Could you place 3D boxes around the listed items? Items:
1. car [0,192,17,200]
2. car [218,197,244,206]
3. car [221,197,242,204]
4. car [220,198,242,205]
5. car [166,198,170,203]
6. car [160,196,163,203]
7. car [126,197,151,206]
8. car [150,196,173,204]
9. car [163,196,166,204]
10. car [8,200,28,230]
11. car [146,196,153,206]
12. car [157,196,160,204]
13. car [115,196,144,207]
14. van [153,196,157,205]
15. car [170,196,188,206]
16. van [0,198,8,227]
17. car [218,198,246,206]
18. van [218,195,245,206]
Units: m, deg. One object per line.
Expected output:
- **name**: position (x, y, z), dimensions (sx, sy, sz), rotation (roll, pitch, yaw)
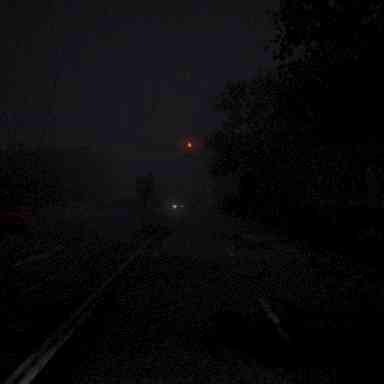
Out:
- **car**: position (-28.142, 0.690, 51.090), dimensions (2.002, 1.452, 4.674), rotation (6, -3, -19)
- **car**: position (7.696, 1.854, 65.758), dimensions (4.553, 1.767, 2.185), rotation (1, -1, -14)
- **car**: position (9.494, 2.001, 80.456), dimensions (4.553, 1.767, 2.185), rotation (1, -1, -12)
- **car**: position (8.751, 2.109, 74.588), dimensions (4.674, 1.452, 2.002), rotation (1, -1, -13)
- **car**: position (-8.415, 2.268, 84.132), dimensions (4.674, 1.452, 2.002), rotation (-1, 0, -12)
- **car**: position (-9.607, 2.173, 75.149), dimensions (4.674, 1.452, 2.002), rotation (-1, 0, -13)
- **car**: position (-10.677, 1.912, 66.146), dimensions (4.553, 1.767, 2.185), rotation (-1, -1, -14)
- **car**: position (-7.964, 2.009, 87.141), dimensions (5.566, 2.045, 2.435), rotation (-1, -1, -12)
- **car**: position (-9.233, 2.205, 78.151), dimensions (4.674, 1.452, 2.002), rotation (-1, -1, -13)
- **car**: position (-13.618, 1.646, 22.397), dimensions (4.553, 1.767, 2.185), rotation (-1, -1, -19)
- **car**: position (-10.772, 2.000, 63.193), dimensions (5.366, 1.575, 1.946), rotation (-1, -1, -15)
- **car**: position (-9.981, 2.103, 72.155), dimensions (4.892, 1.521, 2.231), rotation (-1, -1, -14)
- **car**: position (-11.418, 2.010, 60.201), dimensions (4.792, 1.488, 2.163), rotation (-1, 0, -15)
- **van**: position (-10.210, 1.842, 69.186), dimensions (4.442, 1.987, 1.878), rotation (-1, -1, -14)
- **car**: position (-2.586, 1.904, 68.333), dimensions (2.097, 1.767, 4.553), rotation (0, -1, 6)
- **van**: position (-13.594, 1.507, 19.421), dimensions (4.442, 1.987, 1.878), rotation (-1, -1, -19)
- **car**: position (8.233, 2.009, 68.750), dimensions (5.366, 1.575, 1.946), rotation (1, -1, -13)
- **van**: position (7.311, 1.723, 62.790), dimensions (4.442, 1.987, 1.878), rotation (1, 0, -14)
